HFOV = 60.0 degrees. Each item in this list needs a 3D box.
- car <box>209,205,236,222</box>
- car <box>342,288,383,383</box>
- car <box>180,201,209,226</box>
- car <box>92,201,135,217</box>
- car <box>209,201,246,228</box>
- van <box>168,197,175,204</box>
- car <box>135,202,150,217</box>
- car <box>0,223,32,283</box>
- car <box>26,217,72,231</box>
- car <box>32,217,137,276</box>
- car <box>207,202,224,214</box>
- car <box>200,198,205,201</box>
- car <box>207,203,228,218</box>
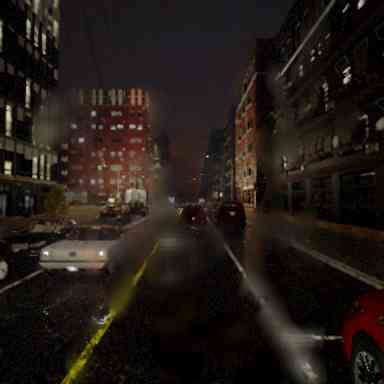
[{"bbox_3d":[2.664,1.870,29.913,1.947,1.339,4.313,1,-1,0],"label":"car"},{"bbox_3d":[2.671,1.333,1.635,2.192,1.841,5.009,1,-1,0],"label":"car"},{"bbox_3d":[0.097,1.739,25.668,1.882,1.535,5.008,0,-1,0],"label":"car"},{"bbox_3d":[-5.680,1.688,24.295,1.967,1.590,4.097,1,-1,0],"label":"car"},{"bbox_3d":[2.668,1.562,24.259,2.192,1.841,5.009,1,-1,0],"label":"car"},{"bbox_3d":[-5.687,2.255,90.517,1.690,1.788,3.998,1,-1,0],"label":"van"},{"bbox_3d":[-5.682,1.801,35.607,1.967,1.590,4.097,1,-1,0],"label":"car"},{"bbox_3d":[-5.680,1.627,7.325,2.008,1.369,4.403,1,-1,0],"label":"car"},{"bbox_3d":[-5.681,1.684,12.982,2.008,1.369,4.403,1,-1,0],"label":"car"},{"bbox_3d":[-3.103,1.712,10.854,1.895,1.301,4.718,0,-1,0],"label":"car"},{"bbox_3d":[2.833,1.999,41.225,1.802,1.307,4.206,1,-1,0],"label":"car"},{"bbox_3d":[2.691,2.440,90.647,1.752,1.417,4.829,1,-1,0],"label":"car"},{"bbox_3d":[2.663,1.943,35.569,1.802,1.307,4.206,1,-1,0],"label":"car"}]
